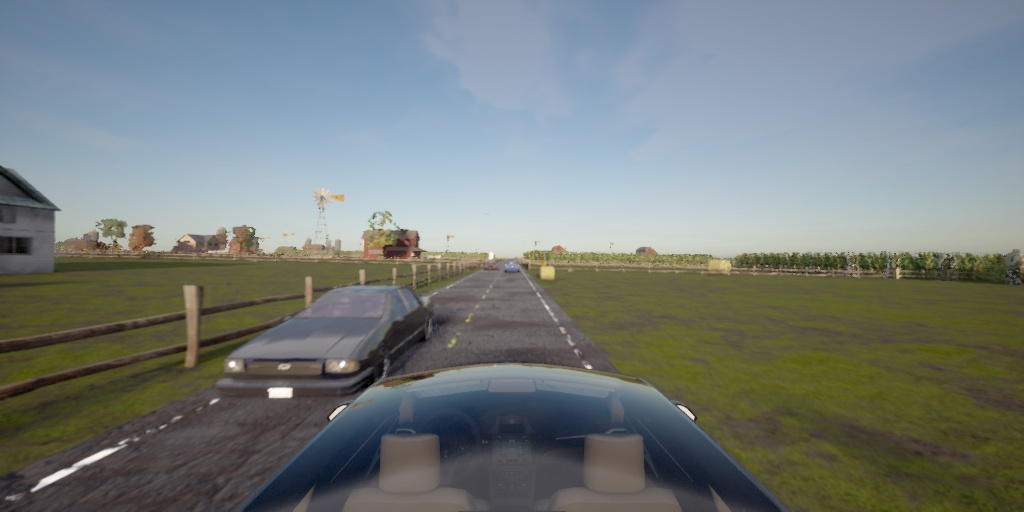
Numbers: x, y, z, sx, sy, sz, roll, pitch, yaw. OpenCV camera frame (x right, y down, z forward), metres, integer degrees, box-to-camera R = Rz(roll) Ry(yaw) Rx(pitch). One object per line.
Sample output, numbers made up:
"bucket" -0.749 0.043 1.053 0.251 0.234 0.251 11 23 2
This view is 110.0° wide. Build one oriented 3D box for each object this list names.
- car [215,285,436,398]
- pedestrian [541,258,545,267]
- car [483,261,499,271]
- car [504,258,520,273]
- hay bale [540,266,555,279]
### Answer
"car" -2.851 1.299 7.075 2.033 1.411 5.357 0 0 0
"pedestrian" 2.821 1.082 32.804 0.375 1.860 0.375 1 -1 -2
"car" -2.831 1.342 49.301 1.994 1.385 4.181 0 0 0
"car" 0.038 1.322 44.742 2.033 1.411 5.357 0 0 0
"hay bale" 3.120 1.420 31.690 1.220 1.180 1.240 0 0 0
